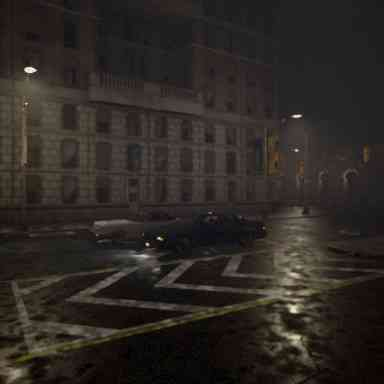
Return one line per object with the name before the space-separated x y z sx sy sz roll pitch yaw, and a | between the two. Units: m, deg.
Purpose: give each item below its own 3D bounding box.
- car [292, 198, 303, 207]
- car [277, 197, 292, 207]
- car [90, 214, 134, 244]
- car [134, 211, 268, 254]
car | 15.172 1.545 52.255 1.812 1.442 4.674 0 0 -31
car | 12.025 1.565 50.681 2.033 1.411 5.357 0 0 -31
car | -2.338 1.603 15.944 4.718 1.301 1.895 0 0 -31
car | 0.638 1.550 13.652 5.357 1.411 2.033 0 0 -31
